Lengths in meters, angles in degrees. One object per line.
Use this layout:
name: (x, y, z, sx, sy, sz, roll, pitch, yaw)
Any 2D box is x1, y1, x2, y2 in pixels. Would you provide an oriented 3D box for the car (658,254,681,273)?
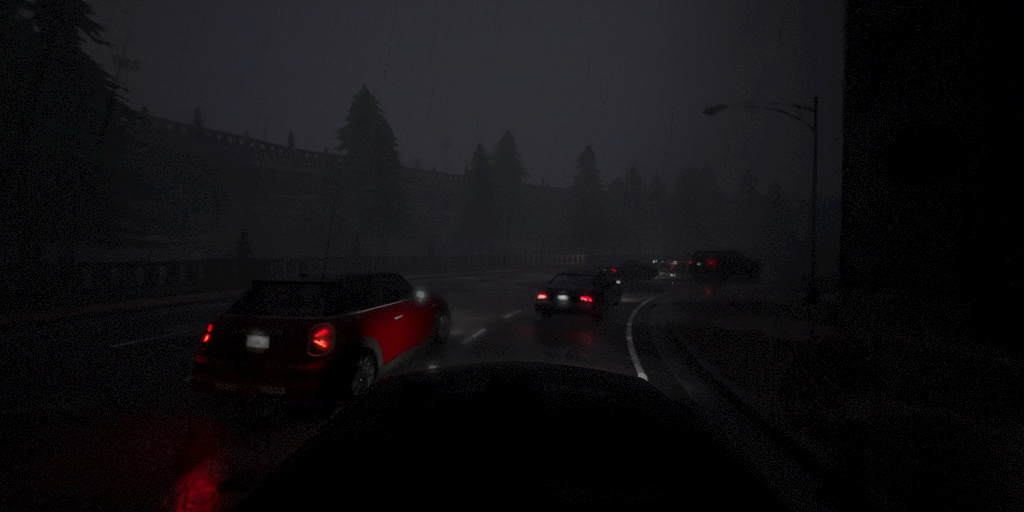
car: (15.733, 0.603, 32.642, 4.553, 1.767, 2.097, 0, 1, -17)

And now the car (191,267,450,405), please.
car: (-2.691, 1.012, 6.370, 2.097, 1.767, 4.553, 0, 1, 9)

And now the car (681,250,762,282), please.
car: (14.685, 0.607, 24.723, 5.566, 2.045, 2.150, 0, 1, -26)

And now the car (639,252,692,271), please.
car: (15.492, 0.540, 36.198, 4.553, 1.767, 2.097, 0, 1, -16)

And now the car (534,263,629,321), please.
car: (2.393, 1.126, 11.842, 2.033, 1.411, 5.357, 1, 1, 24)

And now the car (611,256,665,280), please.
car: (7.917, 0.919, 24.540, 5.357, 1.411, 2.033, -1, 1, -39)
